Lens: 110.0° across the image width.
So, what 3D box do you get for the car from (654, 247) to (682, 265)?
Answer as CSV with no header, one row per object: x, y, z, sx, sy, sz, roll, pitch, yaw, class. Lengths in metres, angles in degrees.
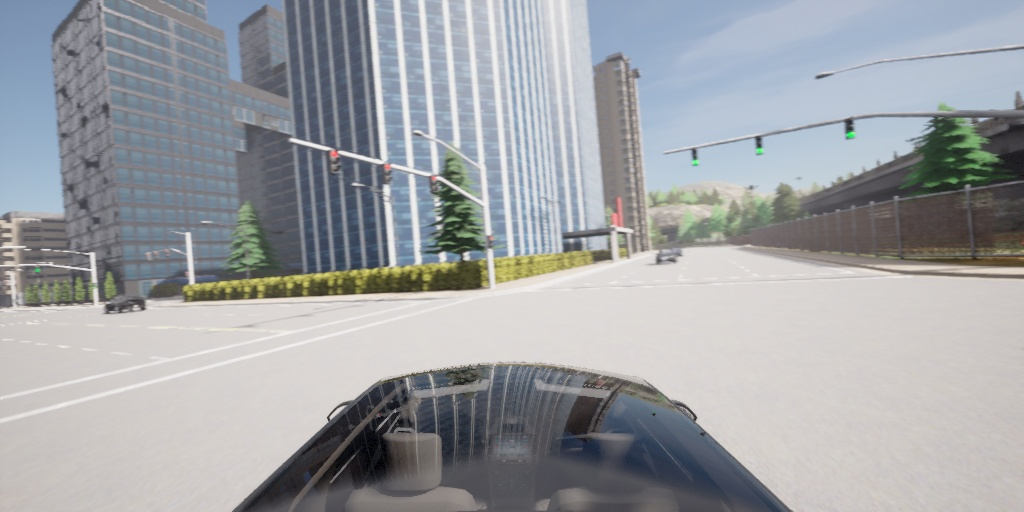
15.544,0.025,36.089,2.128,1.511,4.902,-5,0,28,car

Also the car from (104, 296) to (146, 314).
-36.416,4.534,33.742,4.892,1.490,1.837,-5,0,28,car
